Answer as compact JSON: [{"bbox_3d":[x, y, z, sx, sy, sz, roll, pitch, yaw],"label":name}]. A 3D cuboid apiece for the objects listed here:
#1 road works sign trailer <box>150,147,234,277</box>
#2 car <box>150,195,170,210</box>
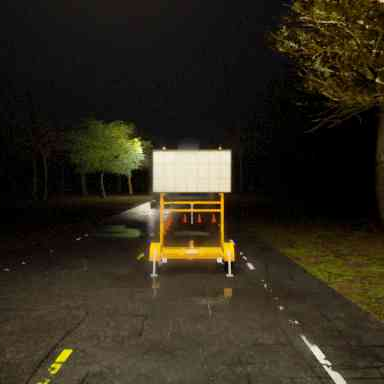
[{"bbox_3d":[0.000,0.433,10.157,2.380,3.560,2.880,0,0,0],"label":"road works sign trailer"},{"bbox_3d":[-3.502,1.159,37.038,1.837,1.490,4.892,0,1,0],"label":"car"}]
